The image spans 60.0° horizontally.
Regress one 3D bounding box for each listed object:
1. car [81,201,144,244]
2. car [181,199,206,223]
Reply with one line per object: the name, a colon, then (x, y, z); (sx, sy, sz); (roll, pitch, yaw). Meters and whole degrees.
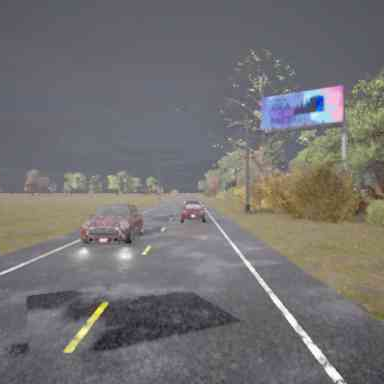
car: (-3.586, 1.363, 15.713); (2.097, 1.767, 4.553); (0, 0, 0)
car: (0.088, 1.543, 25.946); (1.812, 1.442, 4.674); (0, 0, 0)
